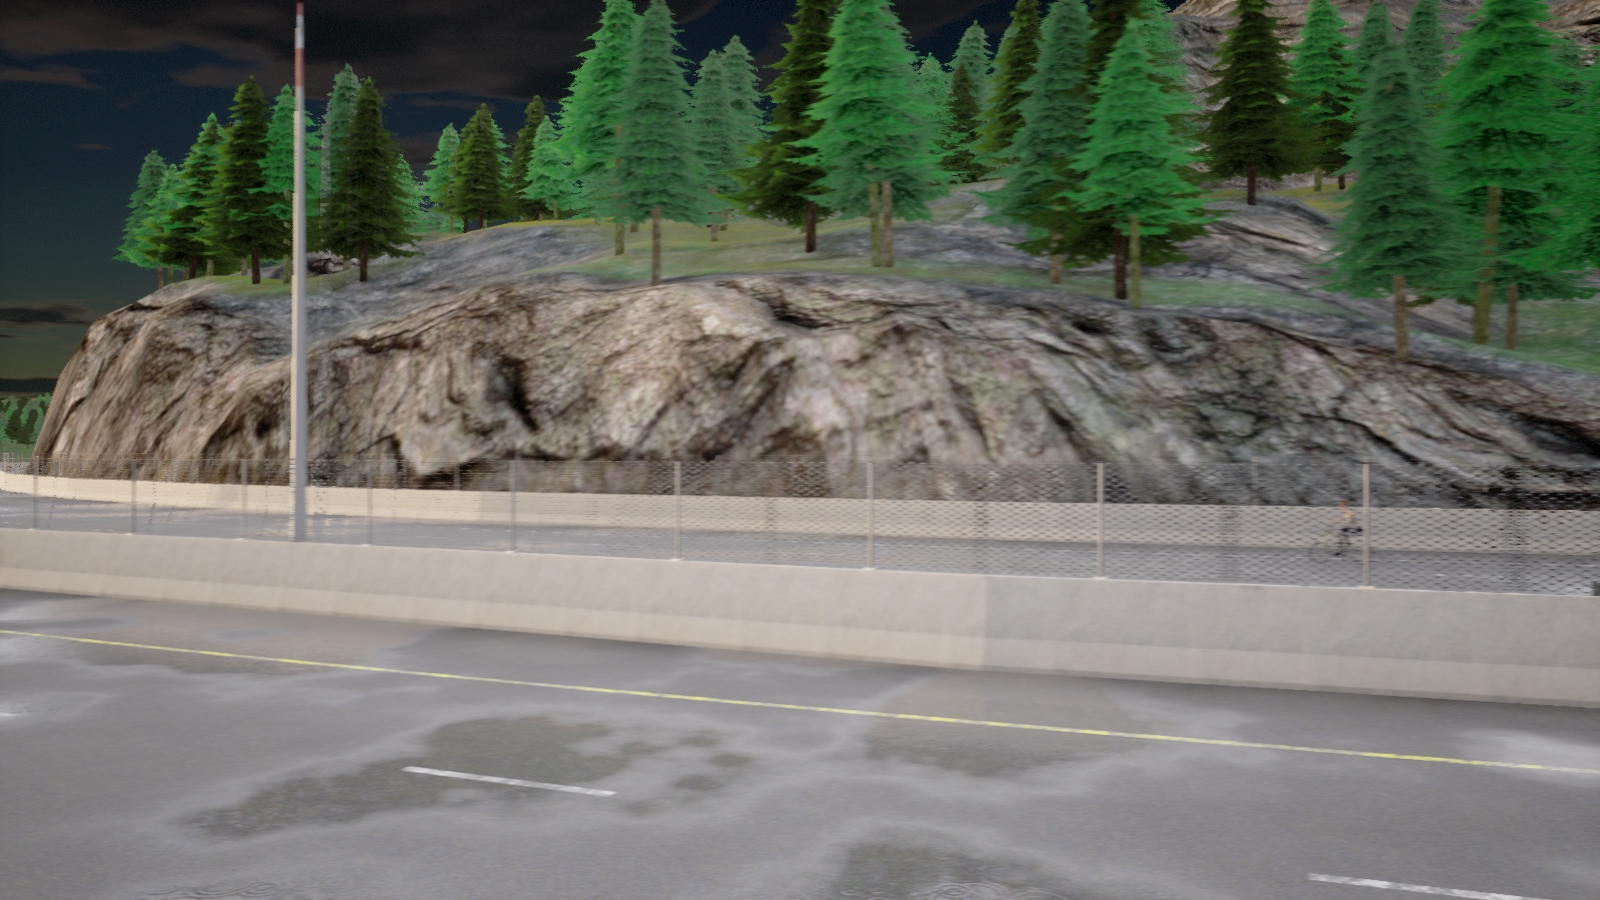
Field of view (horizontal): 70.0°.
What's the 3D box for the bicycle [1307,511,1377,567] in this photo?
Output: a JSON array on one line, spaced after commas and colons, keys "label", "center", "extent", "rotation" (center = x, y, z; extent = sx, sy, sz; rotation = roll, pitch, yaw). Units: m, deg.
[{"label": "bicycle", "center": [13.336, 2.181, 28.165], "extent": [1.487, 1.295, 0.859], "rotation": [0, 0, 20]}]
